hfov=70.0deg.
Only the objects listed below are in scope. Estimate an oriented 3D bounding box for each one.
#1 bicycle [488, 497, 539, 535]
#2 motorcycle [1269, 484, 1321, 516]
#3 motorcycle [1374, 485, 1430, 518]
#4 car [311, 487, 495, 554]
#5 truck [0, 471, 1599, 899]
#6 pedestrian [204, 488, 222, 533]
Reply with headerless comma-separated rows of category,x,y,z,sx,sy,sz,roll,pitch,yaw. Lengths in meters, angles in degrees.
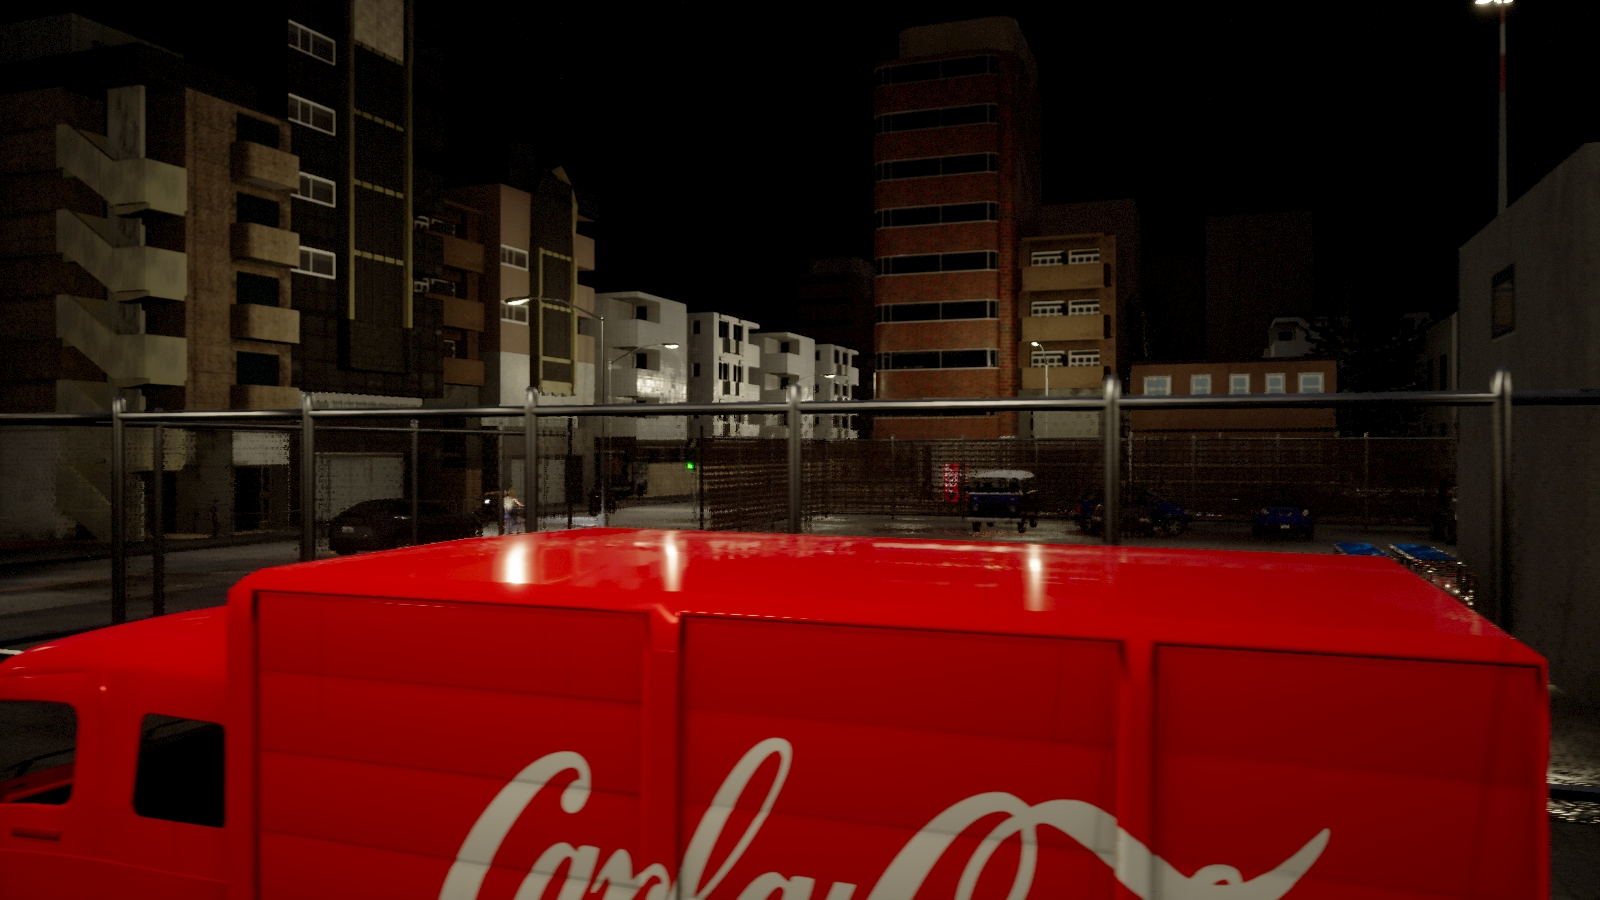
bicycle,-8.931,2.036,35.644,0.859,1.080,1.487,0,0,20
motorcycle,19.488,1.961,45.005,1.805,1.236,0.856,-1,0,20
motorcycle,23.052,1.962,43.779,1.805,1.236,0.856,0,0,21
car,-10.668,1.843,31.136,2.163,1.488,4.792,0,0,20
truck,-0.597,1.348,4.071,5.204,2.467,2.627,0,0,20
pedestrian,-17.581,1.805,34.226,0.375,1.300,0.375,0,0,41
